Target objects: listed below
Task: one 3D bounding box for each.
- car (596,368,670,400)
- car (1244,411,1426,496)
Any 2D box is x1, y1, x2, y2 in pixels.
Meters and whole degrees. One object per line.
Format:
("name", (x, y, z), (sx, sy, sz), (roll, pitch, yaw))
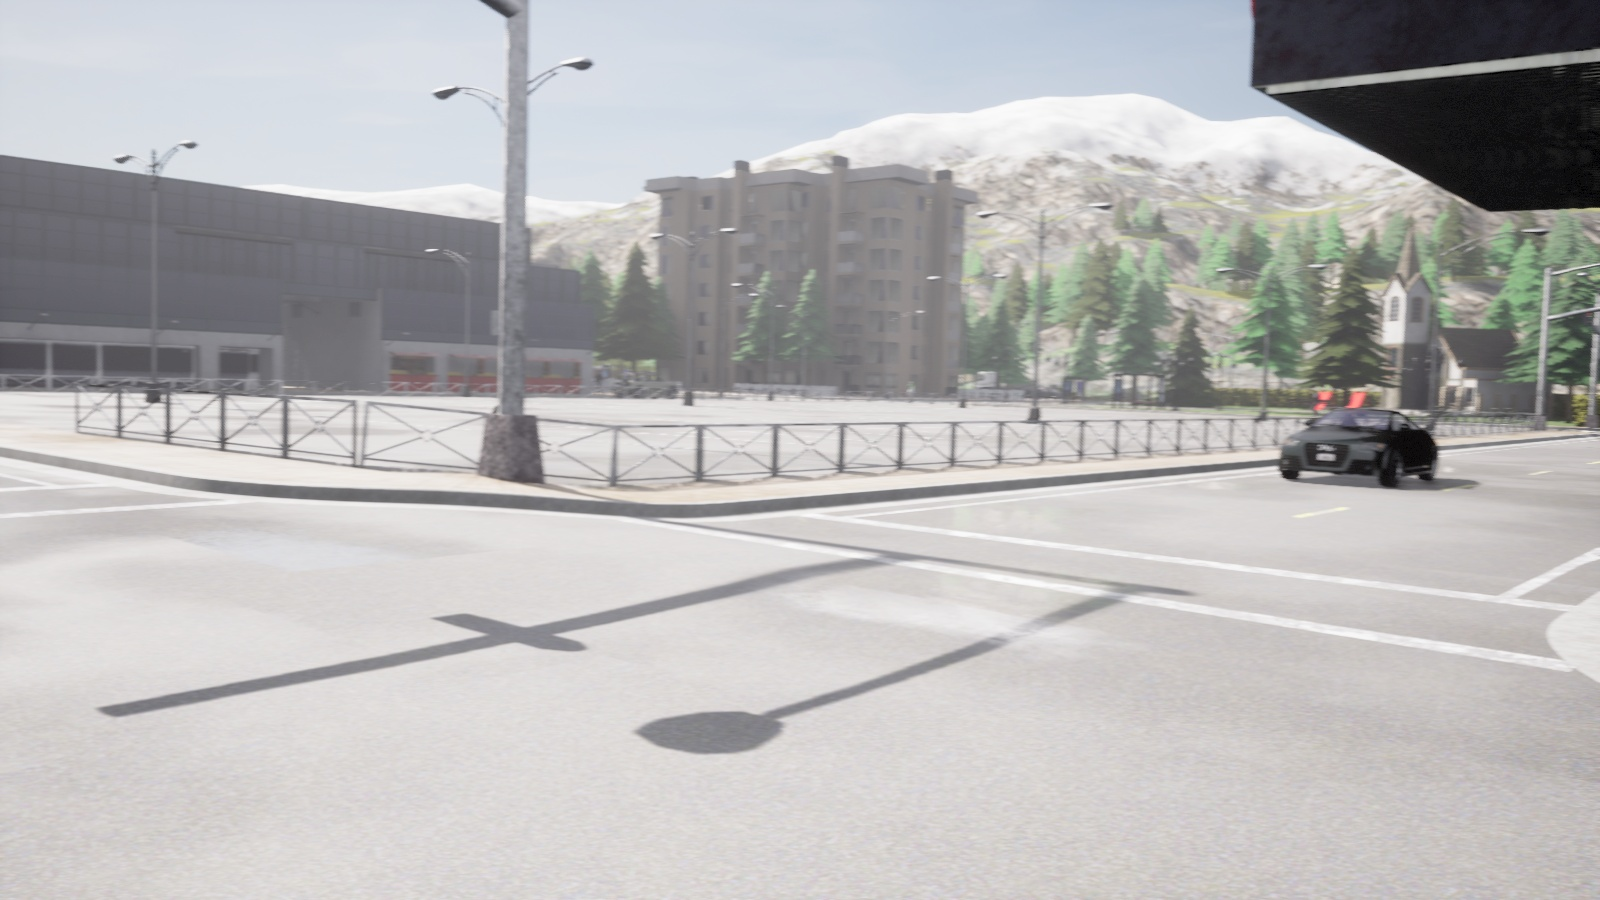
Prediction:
("car", (-10.725, -4.247, 81.004), (1.932, 1.855, 4.605), (5, 4, 40))
("car", (10.329, 0.006, 24.092), (1.994, 1.385, 4.181), (5, 4, 40))
